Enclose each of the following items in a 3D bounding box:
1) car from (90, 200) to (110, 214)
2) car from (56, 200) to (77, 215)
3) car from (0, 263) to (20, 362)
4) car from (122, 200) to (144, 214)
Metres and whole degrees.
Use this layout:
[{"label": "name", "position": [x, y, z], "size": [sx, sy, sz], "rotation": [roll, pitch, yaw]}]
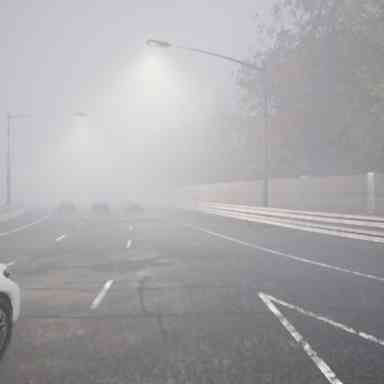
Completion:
[{"label": "car", "position": [-10.542, 1.631, 37.991], "size": [1.882, 1.535, 5.008], "rotation": [0, 0, -20]}, {"label": "car", "position": [-13.896, 1.676, 36.952], "size": [1.837, 1.490, 4.892], "rotation": [0, 0, -20]}, {"label": "car", "position": [-3.508, 1.249, 2.478], "size": [2.150, 2.045, 5.566], "rotation": [0, 0, -2]}, {"label": "car", "position": [-6.795, 1.656, 37.825], "size": [1.812, 1.442, 4.674], "rotation": [0, 0, -20]}]
